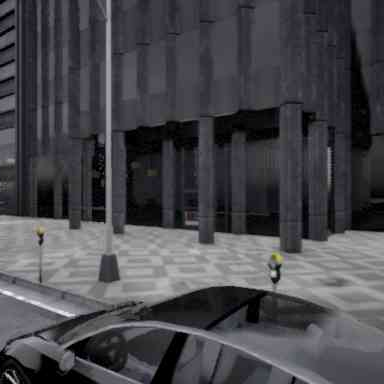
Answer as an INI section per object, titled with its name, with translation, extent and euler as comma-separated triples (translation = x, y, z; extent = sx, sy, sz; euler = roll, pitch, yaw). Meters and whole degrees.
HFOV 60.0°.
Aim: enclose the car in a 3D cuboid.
[car]
translation = 0.038, 1.566, 2.937
extent = 4.313, 1.339, 1.947
euler = 0, 0, 35
